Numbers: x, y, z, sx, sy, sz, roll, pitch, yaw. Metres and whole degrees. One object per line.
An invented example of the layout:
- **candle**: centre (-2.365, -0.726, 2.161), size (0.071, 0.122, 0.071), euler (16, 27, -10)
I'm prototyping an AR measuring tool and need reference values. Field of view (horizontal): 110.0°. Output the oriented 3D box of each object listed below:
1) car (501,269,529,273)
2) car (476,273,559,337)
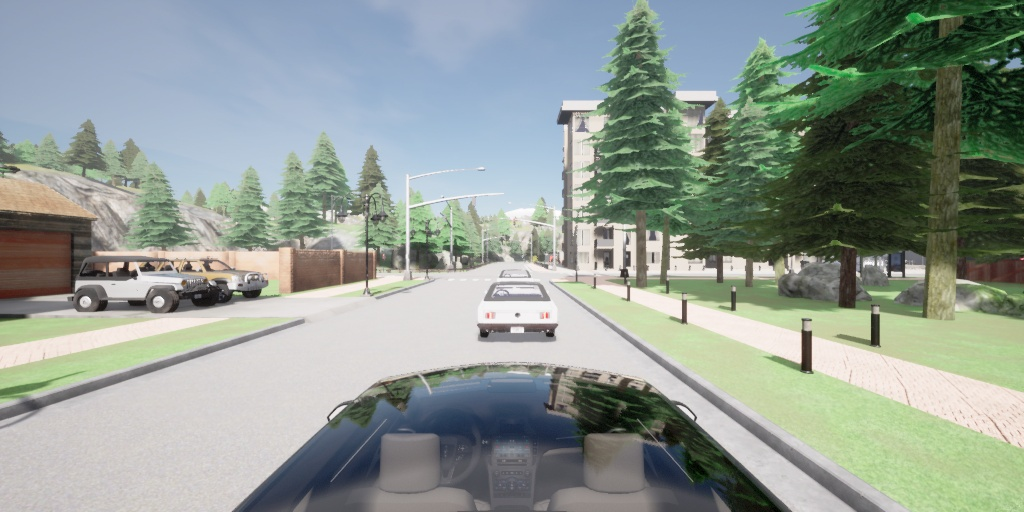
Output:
- **car**: centre (0.167, 1.351, 19.359), size (1.895, 1.301, 4.718), euler (0, 0, 0)
- **car**: centre (0.134, 1.351, 10.192), size (1.895, 1.301, 4.718), euler (0, 0, 0)
